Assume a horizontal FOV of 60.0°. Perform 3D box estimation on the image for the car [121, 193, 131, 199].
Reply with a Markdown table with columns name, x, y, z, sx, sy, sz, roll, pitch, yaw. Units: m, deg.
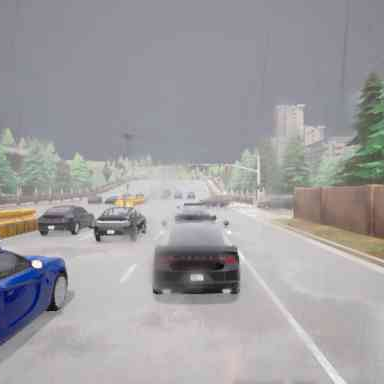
| name | x | y | z | sx | sy | sz | roll | pitch | yaw |
| --- | --- | --- | --- | --- | --- | --- | --- | --- | --- |
| car | -17.679 | 1.033 | 89.211 | 1.895 | 1.301 | 4.718 | 0 | 3 | 0 |

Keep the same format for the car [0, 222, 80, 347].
| name | x | y | z | sx | sy | sz | roll | pitch | yaw |
| --- | --- | --- | --- | --- | --- | --- | --- | --- | --- |
| car | -3.404 | 1.477 | 4.652 | 1.882 | 1.535 | 5.008 | 0 | 0 | 0 |

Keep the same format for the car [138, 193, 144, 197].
| name | x | y | z | sx | sy | sz | roll | pitch | yaw |
| --- | --- | --- | --- | --- | --- | --- | --- | --- | --- |
| car | -14.180 | 0.975 | 89.416 | 1.994 | 1.385 | 4.181 | 0 | 3 | 0 |

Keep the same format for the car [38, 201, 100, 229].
| name | x | y | z | sx | sy | sz | roll | pitch | yaw |
| --- | --- | --- | --- | --- | --- | --- | --- | --- | --- |
| car | -6.915 | 1.504 | 18.770 | 1.837 | 1.490 | 4.892 | 0 | 0 | 0 |

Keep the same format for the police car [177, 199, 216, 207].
| name | x | y | z | sx | sy | sz | roll | pitch | yaw |
| --- | --- | --- | --- | --- | --- | --- | --- | --- | --- |
| police car | 0.084 | 1.424 | 18.813 | 1.930 | 1.638 | 5.238 | 0 | 0 | 0 |

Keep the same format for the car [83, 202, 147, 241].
| name | x | y | z | sx | sy | sz | roll | pitch | yaw |
| --- | --- | --- | --- | --- | --- | --- | --- | --- | --- |
| car | -3.422 | 1.491 | 16.569 | 2.128 | 1.511 | 4.902 | 0 | 0 | 1 |

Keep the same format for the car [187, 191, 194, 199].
| name | x | y | z | sx | sy | sz | roll | pitch | yaw |
| --- | --- | --- | --- | --- | --- | --- | --- | --- | --- |
| car | -0.172 | 0.898 | 88.174 | 2.097 | 1.767 | 4.553 | 0 | 3 | 0 |

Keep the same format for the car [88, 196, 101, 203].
| name | x | y | z | sx | sy | sz | roll | pitch | yaw |
| --- | --- | --- | --- | --- | --- | --- | --- | --- | --- |
| car | -17.603 | 1.497 | 60.671 | 1.837 | 1.490 | 4.892 | 0 | 1 | 0 |

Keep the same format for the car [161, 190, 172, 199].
| name | x | y | z | sx | sy | sz | roll | pitch | yaw |
| --- | --- | --- | --- | --- | --- | --- | --- | --- | --- |
| car | -7.175 | 1.067 | 88.574 | 1.994 | 1.385 | 4.181 | 0 | 4 | 0 |

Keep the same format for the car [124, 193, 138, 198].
| name | x | y | z | sx | sy | sz | roll | pitch | yaw |
| --- | --- | --- | --- | --- | --- | --- | --- | --- | --- |
| car | -14.088 | 1.505 | 74.659 | 2.128 | 1.511 | 4.902 | 0 | 0 | 0 |

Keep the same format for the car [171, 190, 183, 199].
| name | x | y | z | sx | sy | sz | roll | pitch | yaw |
| --- | --- | --- | --- | --- | --- | --- | --- | --- | --- |
| car | -3.672 | 0.898 | 88.152 | 2.097 | 1.767 | 4.553 | 0 | 3 | 0 |

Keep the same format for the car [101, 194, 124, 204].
| name | x | y | z | sx | sy | sz | roll | pitch | yaw |
| --- | --- | --- | --- | --- | --- | --- | --- | --- | --- |
| car | -14.111 | 1.544 | 59.344 | 2.033 | 1.411 | 5.357 | 0 | 0 | 0 |

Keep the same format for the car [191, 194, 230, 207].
| name | x | y | z | sx | sy | sz | roll | pitch | yaw |
| --- | --- | --- | --- | --- | --- | --- | --- | --- | --- |
| car | 2.863 | 1.489 | 46.198 | 4.902 | 1.511 | 2.128 | 0 | 1 | 34 |

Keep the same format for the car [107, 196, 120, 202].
| name | x | y | z | sx | sy | sz | roll | pitch | yaw |
| --- | --- | --- | --- | --- | --- | --- | --- | --- | --- |
| car | -17.587 | 1.532 | 74.464 | 1.994 | 1.385 | 4.181 | 0 | 0 | 0 |

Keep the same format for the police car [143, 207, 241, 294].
| name | x | y | z | sx | sy | sz | roll | pitch | yaw |
| --- | --- | --- | --- | --- | --- | --- | --- | --- | --- |
| police car | 0.093 | 1.424 | 8.910 | 1.930 | 1.638 | 5.238 | 0 | 0 | 0 |

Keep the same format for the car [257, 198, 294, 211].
| name | x | y | z | sx | sy | sz | roll | pitch | yaw |
| --- | --- | --- | --- | --- | --- | --- | --- | --- | --- |
| car | 10.388 | 1.490 | 40.291 | 4.902 | 1.511 | 2.128 | 0 | 0 | -1 |
